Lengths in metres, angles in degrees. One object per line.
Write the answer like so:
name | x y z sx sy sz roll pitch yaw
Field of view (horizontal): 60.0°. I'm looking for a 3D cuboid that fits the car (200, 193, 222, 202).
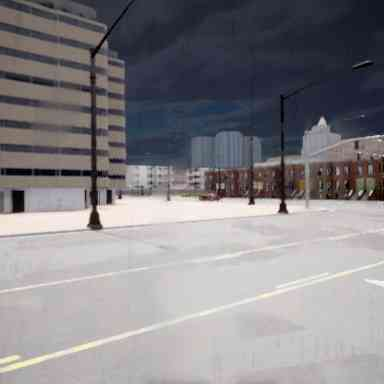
car | 3.483 0.985 62.384 1.882 1.535 5.008 -1 1 -35
